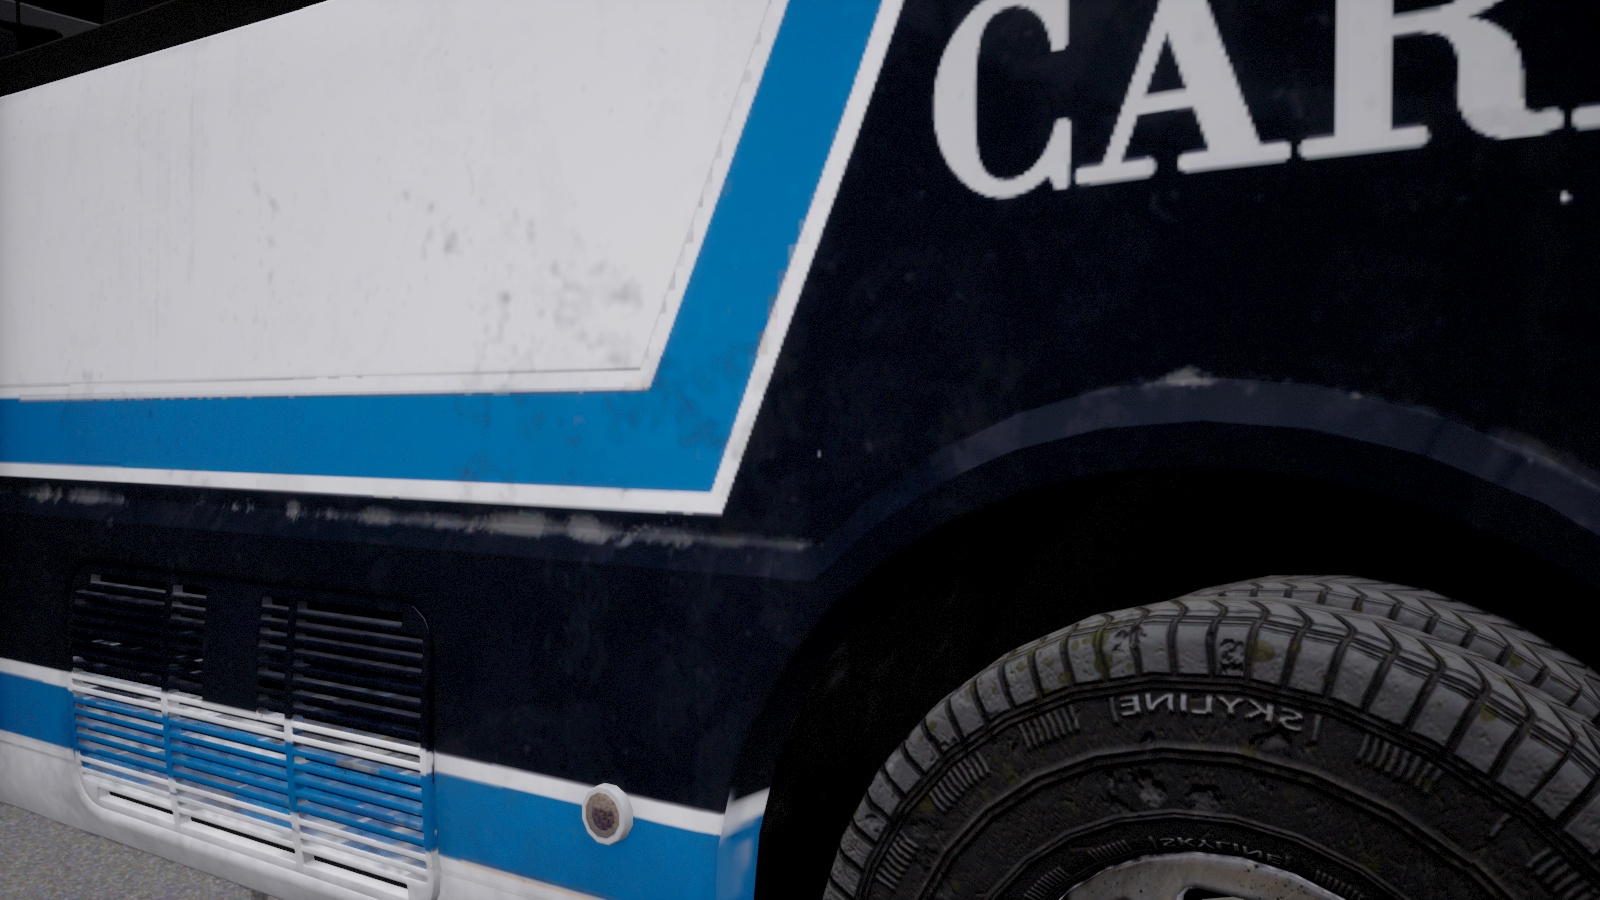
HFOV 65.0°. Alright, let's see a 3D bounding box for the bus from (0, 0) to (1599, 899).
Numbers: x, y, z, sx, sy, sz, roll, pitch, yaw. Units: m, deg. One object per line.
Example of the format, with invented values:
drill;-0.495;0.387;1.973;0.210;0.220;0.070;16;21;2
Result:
bus;-0.868;-0.689;4.212;10.273;4.253;3.944;0;1;33
